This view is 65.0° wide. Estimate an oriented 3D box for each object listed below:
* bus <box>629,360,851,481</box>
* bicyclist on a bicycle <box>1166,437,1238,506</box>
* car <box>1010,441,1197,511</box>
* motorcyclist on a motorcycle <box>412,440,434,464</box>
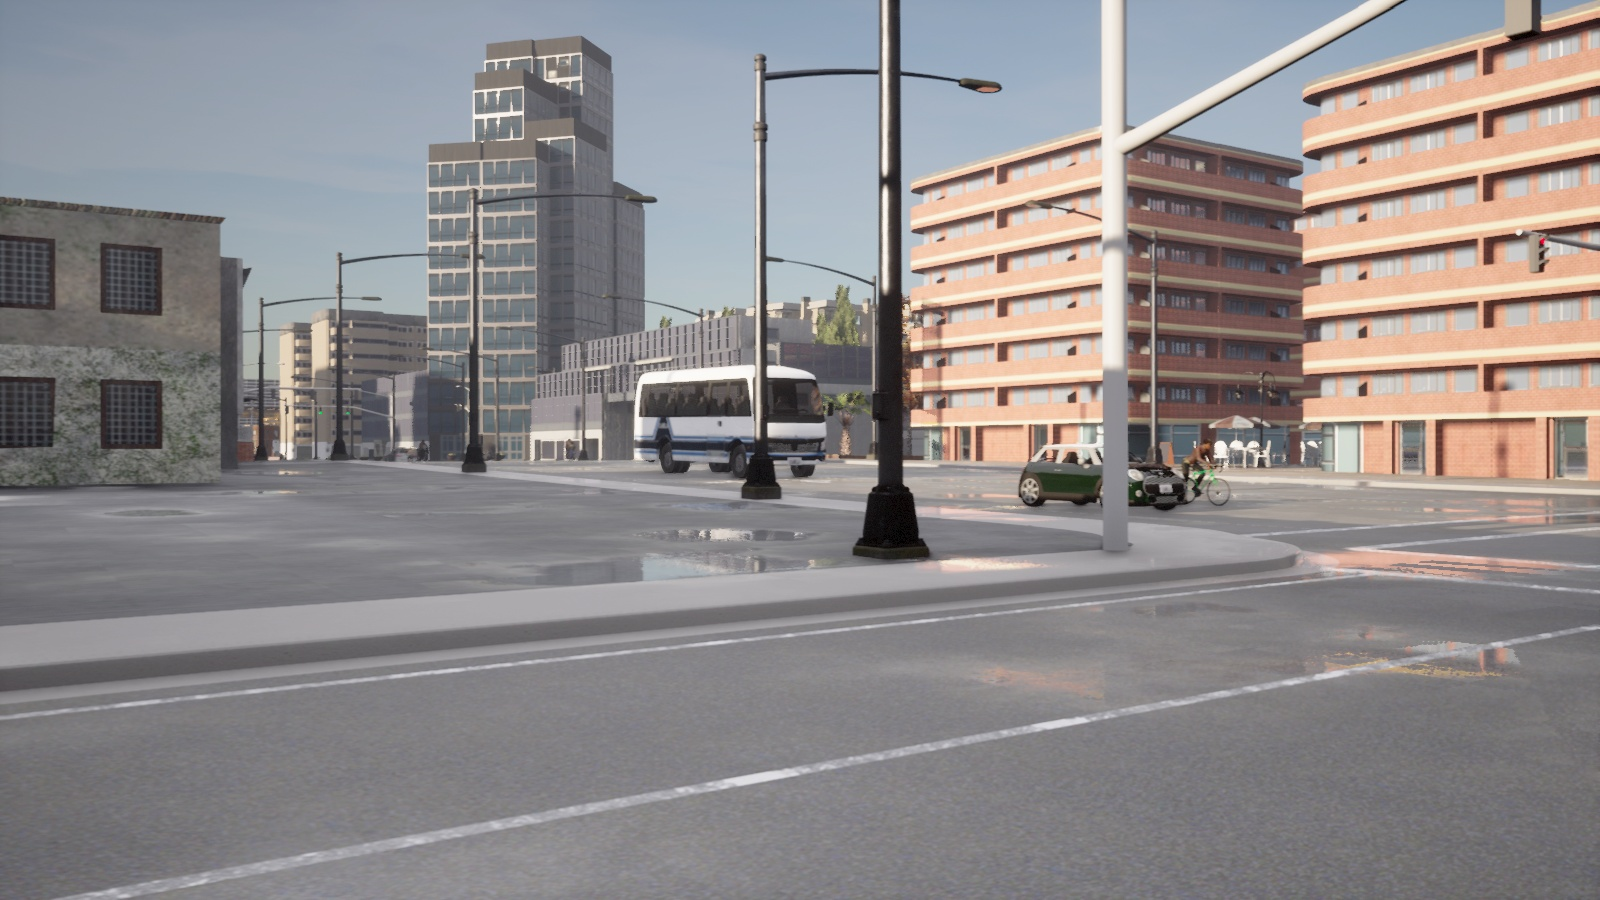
[{"bbox_3d":[-2.645,-1.118,49.228,3.944,4.253,10.273,0,1,-34],"label":"bus"},{"bbox_3d":[9.764,0.499,30.564,0.582,1.620,1.656,0,1,-34],"label":"bicyclist on a bicycle"},{"bbox_3d":[6.844,0.534,28.635,1.970,1.475,3.806,0,1,-33],"label":"car"},{"bbox_3d":[-24.695,0.166,82.199,0.797,1.523,2.044,0,-1,-34],"label":"motorcyclist on a motorcycle"}]
